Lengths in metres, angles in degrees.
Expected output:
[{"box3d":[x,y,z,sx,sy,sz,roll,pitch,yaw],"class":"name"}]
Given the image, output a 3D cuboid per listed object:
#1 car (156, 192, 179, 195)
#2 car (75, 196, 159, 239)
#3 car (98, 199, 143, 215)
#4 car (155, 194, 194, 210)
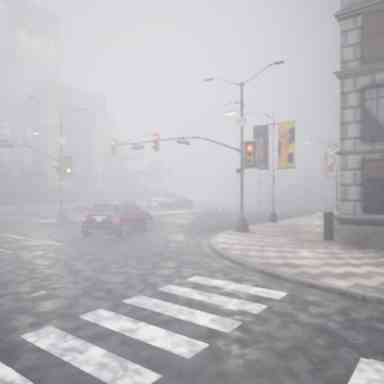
[{"box3d":[-3.716,1.080,43.664,2.150,2.045,5.566,0,0,37],"class":"car"},{"box3d":[-3.679,1.297,17.232,2.097,1.767,4.553,0,0,15],"class":"car"},{"box3d":[-7.085,1.458,33.374,1.994,1.385,4.181,0,0,37],"class":"car"},{"box3d":[-1.800,1.346,40.395,1.882,1.535,5.008,0,0,37],"class":"car"}]
